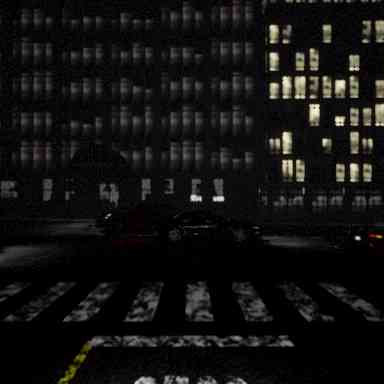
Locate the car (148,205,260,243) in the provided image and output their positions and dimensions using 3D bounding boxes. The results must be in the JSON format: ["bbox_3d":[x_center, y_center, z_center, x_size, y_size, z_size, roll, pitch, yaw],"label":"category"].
[{"bbox_3d":[0.653,1.505,15.420,4.892,1.490,1.837,0,0,1],"label":"car"}]

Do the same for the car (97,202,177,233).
[{"bbox_3d":[-2.694,1.351,18.904,4.553,1.767,2.097,0,0,1],"label":"car"}]

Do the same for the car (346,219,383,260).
[{"bbox_3d":[7.776,1.635,11.851,4.181,1.385,1.994,2,-1,-8],"label":"car"}]
